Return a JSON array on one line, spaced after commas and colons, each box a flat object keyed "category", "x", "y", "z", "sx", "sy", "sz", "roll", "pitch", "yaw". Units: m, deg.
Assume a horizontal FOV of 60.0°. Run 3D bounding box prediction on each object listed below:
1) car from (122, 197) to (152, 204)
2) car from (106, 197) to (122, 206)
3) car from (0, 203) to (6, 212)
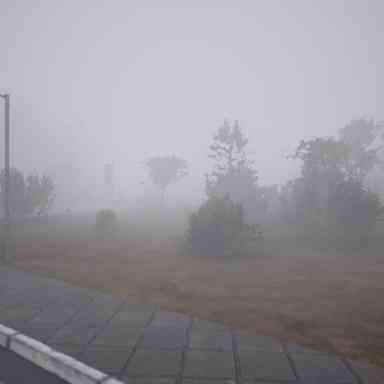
[{"category": "car", "x": -8.090, "y": 1.359, "z": 53.148, "sx": 2.128, "sy": 1.511, "sz": 4.902, "roll": 0, "pitch": 1, "yaw": 39}, {"category": "car", "x": -11.671, "y": 1.486, "z": 54.284, "sx": 1.895, "sy": 1.301, "sz": 4.718, "roll": 0, "pitch": 1, "yaw": 39}, {"category": "car", "x": -22.037, "y": 1.501, "z": 35.858, "sx": 1.837, "sy": 1.490, "sz": 4.892, "roll": 0, "pitch": 0, "yaw": 39}]
